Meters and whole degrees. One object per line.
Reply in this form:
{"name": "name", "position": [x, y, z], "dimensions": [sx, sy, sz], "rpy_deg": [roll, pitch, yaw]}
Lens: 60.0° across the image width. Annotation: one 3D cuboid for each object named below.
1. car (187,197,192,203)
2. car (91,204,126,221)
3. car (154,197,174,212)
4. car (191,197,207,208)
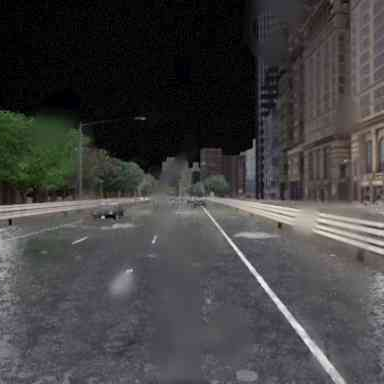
{"name": "car", "position": [0.013, 1.721, 70.878], "dimensions": [1.994, 1.385, 4.181], "rpy_deg": [0, -1, 0]}
{"name": "car", "position": [-6.902, 1.667, 28.034], "dimensions": [1.895, 1.301, 4.718], "rpy_deg": [0, 0, 0]}
{"name": "car", "position": [-3.393, 1.464, 41.073], "dimensions": [2.097, 1.767, 4.553], "rpy_deg": [0, 0, 0]}
{"name": "car", "position": [1.233, 1.679, 52.482], "dimensions": [1.837, 1.490, 4.892], "rpy_deg": [0, 0, 0]}
